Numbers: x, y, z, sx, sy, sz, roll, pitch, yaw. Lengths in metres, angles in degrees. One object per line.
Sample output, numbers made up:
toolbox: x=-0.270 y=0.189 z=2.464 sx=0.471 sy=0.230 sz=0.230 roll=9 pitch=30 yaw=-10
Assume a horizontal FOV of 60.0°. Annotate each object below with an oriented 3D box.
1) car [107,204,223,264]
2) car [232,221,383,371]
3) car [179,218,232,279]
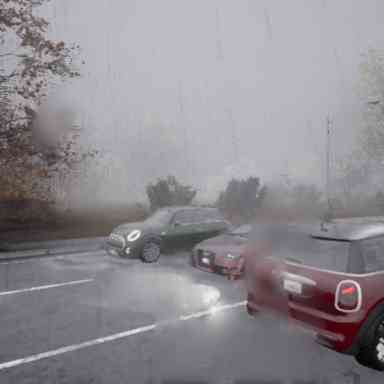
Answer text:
car: x=-0.697 y=1.347 z=11.992 sx=4.553 sy=1.767 sz=2.097 roll=0 pitch=0 yaw=-35
car: x=3.168 y=1.352 z=5.916 sx=4.553 sy=1.767 sz=2.097 roll=0 pitch=0 yaw=-35
car: x=1.991 y=1.562 z=9.598 sx=4.181 sy=1.385 sz=1.994 roll=0 pitch=0 yaw=-35
